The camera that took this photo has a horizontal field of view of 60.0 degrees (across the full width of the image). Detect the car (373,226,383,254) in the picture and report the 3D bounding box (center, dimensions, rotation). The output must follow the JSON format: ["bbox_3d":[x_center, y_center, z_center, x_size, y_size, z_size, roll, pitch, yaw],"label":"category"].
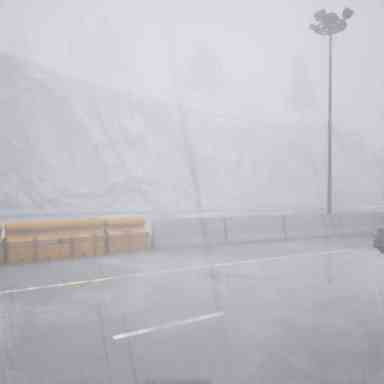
[{"bbox_3d":[8.769,1.610,12.373,4.674,1.442,1.812,0,0,-26],"label":"car"}]
